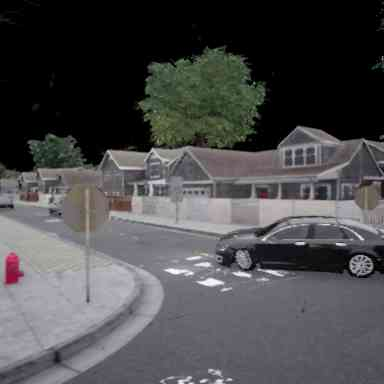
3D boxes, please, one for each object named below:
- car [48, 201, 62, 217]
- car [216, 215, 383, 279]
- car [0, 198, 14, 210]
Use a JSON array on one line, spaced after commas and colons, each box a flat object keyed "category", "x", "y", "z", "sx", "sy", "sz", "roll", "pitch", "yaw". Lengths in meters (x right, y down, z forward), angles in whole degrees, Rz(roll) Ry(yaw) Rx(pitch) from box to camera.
[{"category": "car", "x": -11.793, "y": 1.522, "z": 30.616, "sx": 1.994, "sy": 1.385, "sz": 4.181, "roll": -1, "pitch": 0, "yaw": -37}, {"category": "car", "x": 3.111, "y": 1.460, "z": 9.483, "sx": 4.892, "sy": 1.490, "sz": 1.837, "roll": 0, "pitch": 6, "yaw": 16}, {"category": "car", "x": -24.303, "y": 1.472, "z": 42.933, "sx": 1.882, "sy": 1.535, "sz": 5.008, "roll": -1, "pitch": 0, "yaw": -36}]
